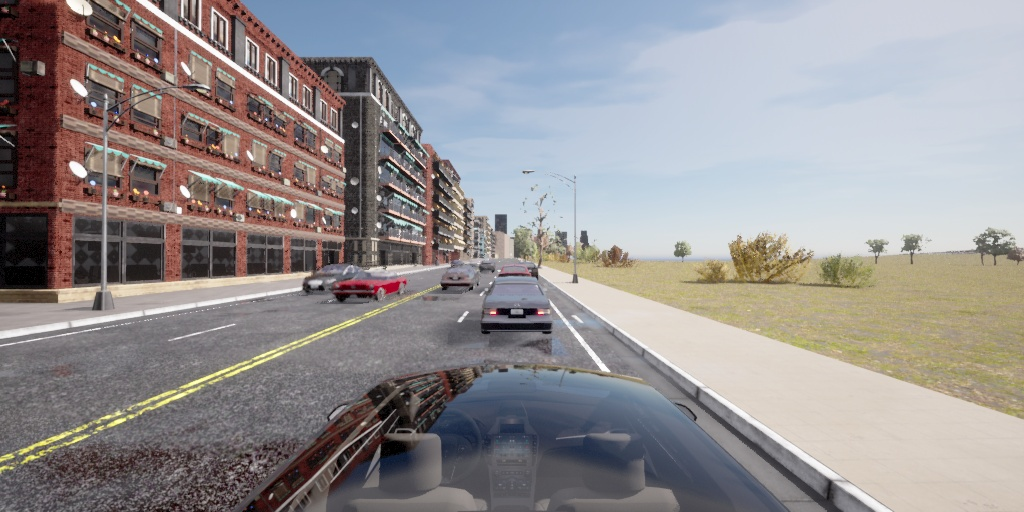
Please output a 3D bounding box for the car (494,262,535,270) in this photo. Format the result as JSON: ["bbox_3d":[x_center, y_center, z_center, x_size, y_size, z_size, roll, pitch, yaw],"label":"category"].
[{"bbox_3d":[0.147,1.231,21.097,1.882,1.535,5.008,0,0,0],"label":"car"}]

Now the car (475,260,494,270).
[{"bbox_3d":[-3.048,1.242,44.832,2.128,1.511,4.902,0,0,0],"label":"car"}]

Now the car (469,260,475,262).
[{"bbox_3d":[-6.446,1.353,59.404,1.895,1.301,4.718,0,0,0],"label":"car"}]

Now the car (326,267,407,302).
[{"bbox_3d":[-6.564,1.353,17.056,1.895,1.301,4.718,0,0,0],"label":"car"}]

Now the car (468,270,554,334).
[{"bbox_3d":[0.119,1.299,10.557,2.033,1.411,5.357,0,0,0],"label":"car"}]

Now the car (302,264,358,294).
[{"bbox_3d":[-9.809,1.244,20.267,2.128,1.511,4.902,0,0,0],"label":"car"}]

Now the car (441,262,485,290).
[{"bbox_3d":[-3.102,1.301,22.229,2.033,1.411,5.357,0,0,0],"label":"car"}]

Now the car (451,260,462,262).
[{"bbox_3d":[-9.668,1.316,63.169,1.994,1.385,4.181,0,0,1],"label":"car"}]

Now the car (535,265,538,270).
[{"bbox_3d":[1.204,1.232,30.534,1.882,1.535,5.008,0,0,0],"label":"car"}]
